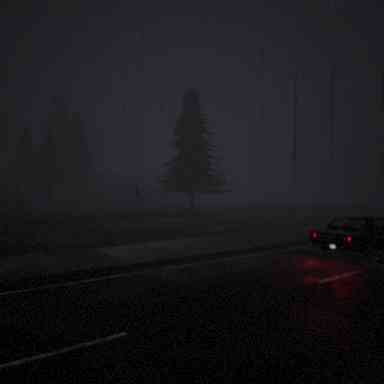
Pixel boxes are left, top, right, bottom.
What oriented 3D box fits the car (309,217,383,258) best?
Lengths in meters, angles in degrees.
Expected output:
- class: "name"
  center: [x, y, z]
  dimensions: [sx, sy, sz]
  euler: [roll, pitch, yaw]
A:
- class: "car"
  center: [6.760, 1.623, 12.982]
  dimensions: [4.718, 1.301, 1.895]
  euler: [0, 0, -35]
